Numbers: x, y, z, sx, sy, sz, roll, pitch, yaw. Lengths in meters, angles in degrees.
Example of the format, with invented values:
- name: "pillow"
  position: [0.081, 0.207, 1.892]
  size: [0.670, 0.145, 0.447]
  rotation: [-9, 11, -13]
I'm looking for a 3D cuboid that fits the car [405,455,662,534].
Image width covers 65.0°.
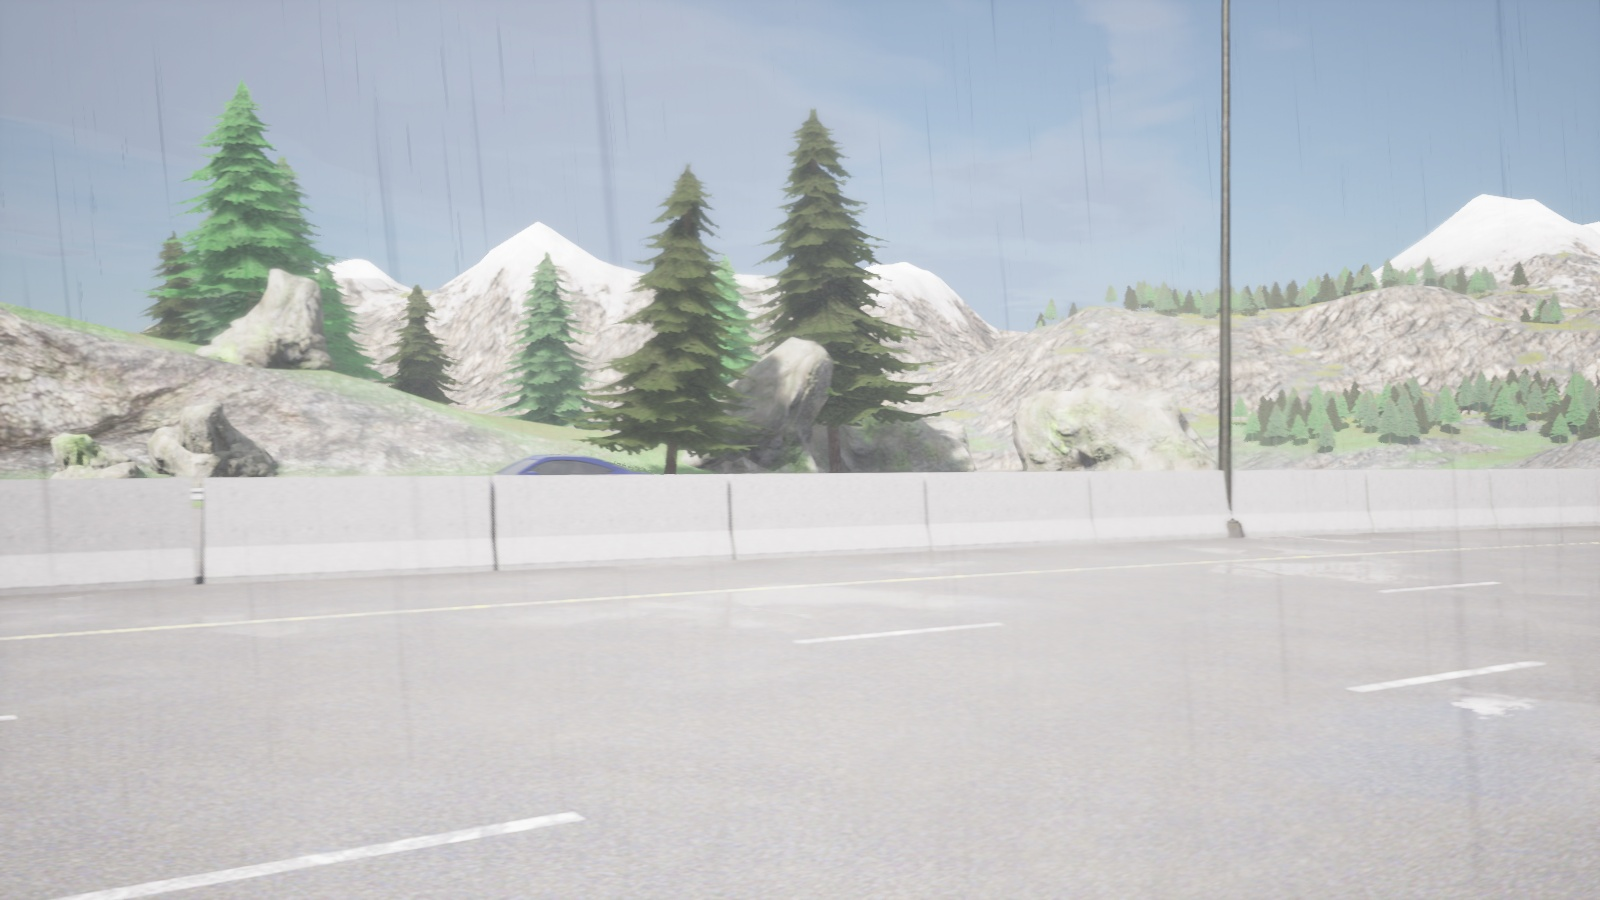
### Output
- name: "car"
  position: [-5.284, 0.833, 25.090]
  size: [4.674, 1.442, 1.812]
  rotation: [0, 0, -31]
